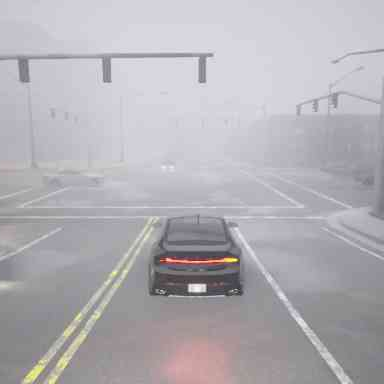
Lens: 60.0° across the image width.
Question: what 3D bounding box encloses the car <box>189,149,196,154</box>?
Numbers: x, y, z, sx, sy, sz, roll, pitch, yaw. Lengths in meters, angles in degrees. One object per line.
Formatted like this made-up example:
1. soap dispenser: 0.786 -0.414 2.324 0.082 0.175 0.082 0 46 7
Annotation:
1. car: 0.107 -10.966 90.285 1.994 1.385 4.181 0 9 0

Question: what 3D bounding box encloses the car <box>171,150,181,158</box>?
1. car: -3.416 -8.072 70.969 1.882 1.535 5.008 0 9 0

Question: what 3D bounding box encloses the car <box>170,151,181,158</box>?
1. car: -3.496 -6.635 60.791 2.097 1.767 4.553 0 9 0

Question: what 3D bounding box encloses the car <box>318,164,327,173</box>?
1. car: 16.318 -2.727 36.260 4.902 1.511 2.128 0 9 0

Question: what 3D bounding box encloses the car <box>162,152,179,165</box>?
1. car: -3.537 -4.880 50.660 2.033 1.411 5.357 0 9 0

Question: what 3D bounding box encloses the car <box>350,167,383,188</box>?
1. car: 15.203 -0.993 25.703 4.718 1.301 1.895 0 9 0

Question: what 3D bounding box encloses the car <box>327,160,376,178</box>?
1. car: 16.682 -2.140 32.810 5.357 1.411 2.033 0 9 2

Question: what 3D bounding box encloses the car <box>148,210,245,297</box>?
1. car: 0.081 1.203 7.996 1.837 1.490 4.892 0 4 0

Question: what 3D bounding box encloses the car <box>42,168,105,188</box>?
1. car: -9.391 -1.183 26.476 4.674 1.442 1.812 -2 9 -11
